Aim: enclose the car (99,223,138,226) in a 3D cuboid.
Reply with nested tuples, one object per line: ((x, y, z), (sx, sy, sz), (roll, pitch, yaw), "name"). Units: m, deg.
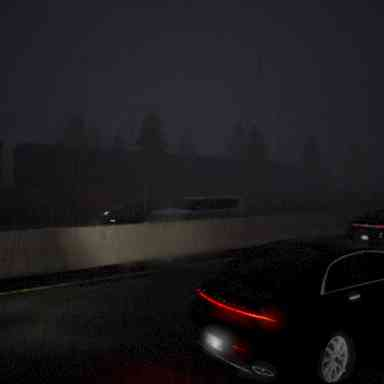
((-2.837, 1.484, 19.038), (4.902, 1.511, 2.128), (0, 0, -35), "car")

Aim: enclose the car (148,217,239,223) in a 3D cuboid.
((0.378, 1.214, 17.008), (5.566, 2.045, 2.150), (0, 0, -35), "car")

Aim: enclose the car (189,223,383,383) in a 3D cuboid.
((2.251, 1.502, 5.283), (4.892, 1.490, 1.837), (0, 0, -35), "car")

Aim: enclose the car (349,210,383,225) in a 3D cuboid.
((8.464, 1.484, 13.857), (4.902, 1.511, 2.128), (0, 0, -35), "car")
